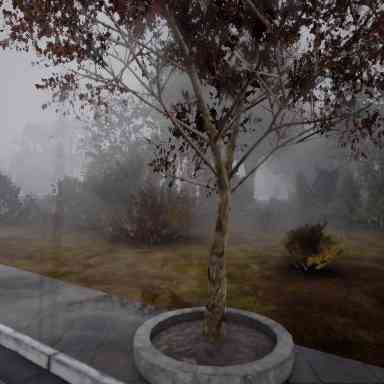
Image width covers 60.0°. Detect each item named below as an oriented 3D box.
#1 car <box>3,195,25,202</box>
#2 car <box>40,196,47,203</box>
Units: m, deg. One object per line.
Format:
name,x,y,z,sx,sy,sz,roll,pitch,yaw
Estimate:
car,-22.616,1.175,43.304,1.837,1.490,4.892,1,0,32
car,-14.484,1.116,36.144,2.097,1.767,4.553,1,0,32
